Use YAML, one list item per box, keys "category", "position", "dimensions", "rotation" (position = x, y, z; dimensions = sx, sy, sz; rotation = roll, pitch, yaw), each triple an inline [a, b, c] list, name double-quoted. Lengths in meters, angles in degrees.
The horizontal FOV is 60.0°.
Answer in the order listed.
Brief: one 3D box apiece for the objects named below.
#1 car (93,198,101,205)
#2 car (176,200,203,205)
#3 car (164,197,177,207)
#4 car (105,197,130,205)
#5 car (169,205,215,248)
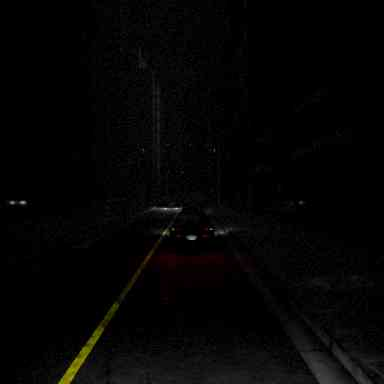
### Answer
- category: "car"
  position: [-19.848, 1.737, 64.183]
  dimensions: [4.507, 1.381, 1.887]
  rotation: [-1, 0, 0]
- category: "car"
  position: [0.000, 1.491, 29.651]
  dimensions: [2.128, 1.511, 4.902]
  rotation: [0, 0, 0]
- category: "car"
  position: [-3.001, 1.542, 49.386]
  dimensions: [1.812, 1.442, 4.674]
  rotation: [0, 0, 0]
- category: "car"
  position: [-14.394, 1.663, 64.214]
  dimensions: [4.829, 1.417, 1.752]
  rotation: [-1, 0, 0]
- category: "car"
  position: [0.000, 1.532, 14.650]
  dimensions: [1.812, 1.442, 4.674]
  rotation: [0, 0, 0]
